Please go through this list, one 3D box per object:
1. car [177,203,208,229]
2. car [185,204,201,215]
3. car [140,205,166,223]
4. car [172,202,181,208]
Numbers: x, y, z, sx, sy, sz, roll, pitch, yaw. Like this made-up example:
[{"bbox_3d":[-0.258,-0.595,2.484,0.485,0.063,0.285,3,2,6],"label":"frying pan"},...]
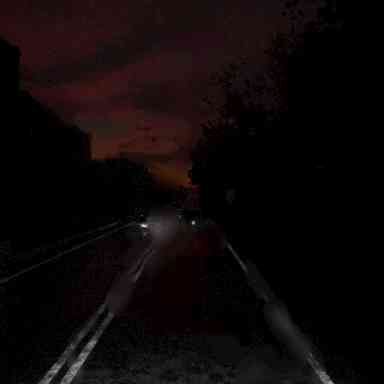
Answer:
[{"bbox_3d":[0.093,1.740,23.612,1.837,1.490,4.892,0,0,0],"label":"car"},{"bbox_3d":[0.125,2.179,41.761,1.895,1.301,4.718,0,-1,0],"label":"car"},{"bbox_3d":[-3.349,1.877,29.449,2.033,1.411,5.357,0,-1,0],"label":"car"},{"bbox_3d":[-3.133,2.779,70.277,1.895,1.301,4.718,0,-1,0],"label":"car"}]
